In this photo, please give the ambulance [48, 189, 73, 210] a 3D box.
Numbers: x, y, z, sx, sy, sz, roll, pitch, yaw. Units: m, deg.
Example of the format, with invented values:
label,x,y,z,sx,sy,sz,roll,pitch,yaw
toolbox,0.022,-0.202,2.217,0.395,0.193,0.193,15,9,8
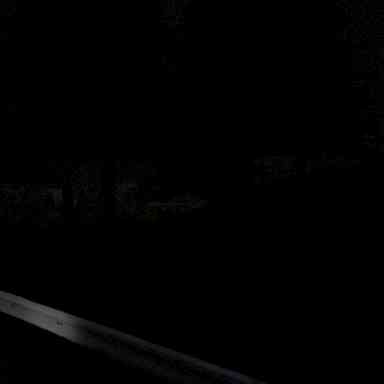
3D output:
label,x,y,z,sx,sy,sz,roll,pitch,yaw
ambulance,-15.696,0.908,35.091,2.351,2.431,6.366,0,0,35
